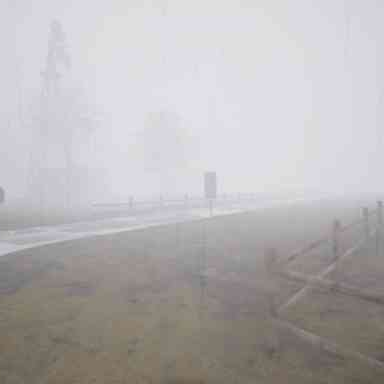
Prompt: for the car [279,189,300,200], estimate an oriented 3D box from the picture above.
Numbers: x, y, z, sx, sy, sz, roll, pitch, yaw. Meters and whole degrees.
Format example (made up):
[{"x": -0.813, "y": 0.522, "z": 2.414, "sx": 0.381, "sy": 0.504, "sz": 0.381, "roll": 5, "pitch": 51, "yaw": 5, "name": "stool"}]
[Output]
[{"x": 14.533, "y": 0.323, "z": 49.477, "sx": 1.882, "sy": 1.535, "sz": 5.008, "roll": -2, "pitch": 0, "yaw": 35, "name": "car"}]
